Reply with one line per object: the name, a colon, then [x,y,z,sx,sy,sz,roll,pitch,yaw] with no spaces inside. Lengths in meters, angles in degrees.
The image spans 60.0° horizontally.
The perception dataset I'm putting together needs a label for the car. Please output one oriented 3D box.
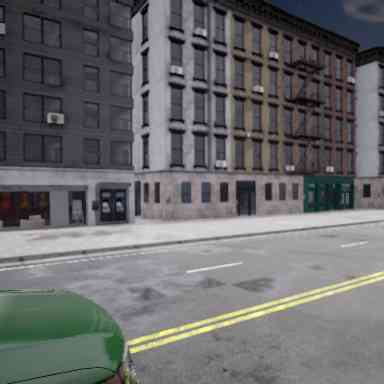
car: [-2.888,1.229,1.377,5.566,2.045,2.150,0,0,-34]
